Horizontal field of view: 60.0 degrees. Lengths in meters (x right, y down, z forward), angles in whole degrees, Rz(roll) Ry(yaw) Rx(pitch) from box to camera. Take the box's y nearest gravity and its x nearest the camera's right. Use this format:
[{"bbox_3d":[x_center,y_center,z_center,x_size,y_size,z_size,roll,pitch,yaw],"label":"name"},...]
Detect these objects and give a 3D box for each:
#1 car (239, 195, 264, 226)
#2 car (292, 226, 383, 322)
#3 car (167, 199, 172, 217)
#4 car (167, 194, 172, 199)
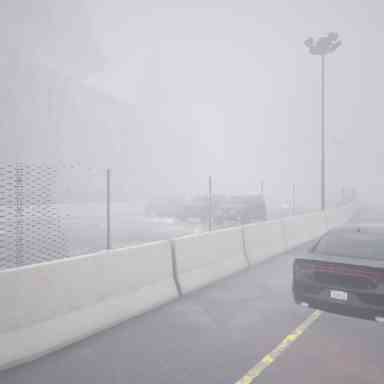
[{"bbox_3d":[3.554,1.221,23.587,2.150,2.045,5.566,0,0,32],"label":"car"},{"bbox_3d":[3.797,1.478,7.248,1.882,1.535,5.008,0,0,37],"label":"car"},{"bbox_3d":[-1.288,1.564,29.101,1.994,1.385,4.181,0,0,31],"label":"car"},{"bbox_3d":[-2.550,1.221,33.727,2.150,2.045,5.566,0,0,30],"label":"car"}]
